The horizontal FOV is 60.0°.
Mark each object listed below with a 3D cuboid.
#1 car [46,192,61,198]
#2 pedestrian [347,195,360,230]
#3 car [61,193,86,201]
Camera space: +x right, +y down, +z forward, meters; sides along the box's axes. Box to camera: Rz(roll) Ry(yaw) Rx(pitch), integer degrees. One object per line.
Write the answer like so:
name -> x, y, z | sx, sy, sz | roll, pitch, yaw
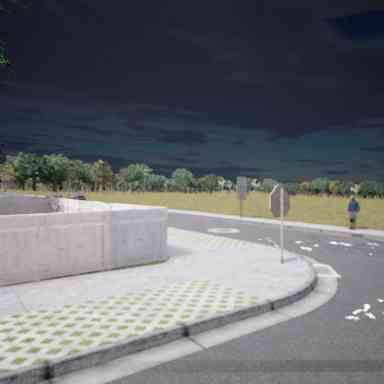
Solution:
car -> -23.335, 0.784, 56.456 | 2.033, 1.411, 5.357 | 1, 0, -36
pedestrian -> 8.464, 1.063, 17.548 | 0.375, 1.860, 0.375 | 1, -1, -36
car -> -16.452, 0.899, 46.963 | 1.837, 1.490, 4.892 | 0, 0, -36
